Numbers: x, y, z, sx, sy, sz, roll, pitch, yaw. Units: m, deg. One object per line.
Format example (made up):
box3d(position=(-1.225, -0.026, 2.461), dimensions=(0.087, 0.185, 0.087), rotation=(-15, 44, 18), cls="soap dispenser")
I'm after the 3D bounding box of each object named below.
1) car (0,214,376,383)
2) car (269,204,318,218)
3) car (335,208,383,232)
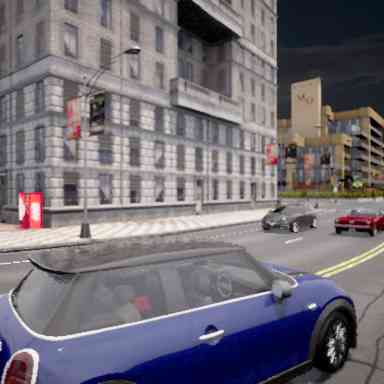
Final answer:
box3d(position=(0.036, 1.346, 4.100), dimensions=(4.553, 1.767, 2.097), rotation=(0, 0, -36), cls="car")
box3d(position=(5.819, 1.473, 19.491), dimensions=(1.837, 1.490, 4.892), rotation=(0, 0, 40), cls="car")
box3d(position=(9.304, 1.565, 18.170), dimensions=(1.895, 1.301, 4.718), rotation=(0, 0, 39), cls="car")
